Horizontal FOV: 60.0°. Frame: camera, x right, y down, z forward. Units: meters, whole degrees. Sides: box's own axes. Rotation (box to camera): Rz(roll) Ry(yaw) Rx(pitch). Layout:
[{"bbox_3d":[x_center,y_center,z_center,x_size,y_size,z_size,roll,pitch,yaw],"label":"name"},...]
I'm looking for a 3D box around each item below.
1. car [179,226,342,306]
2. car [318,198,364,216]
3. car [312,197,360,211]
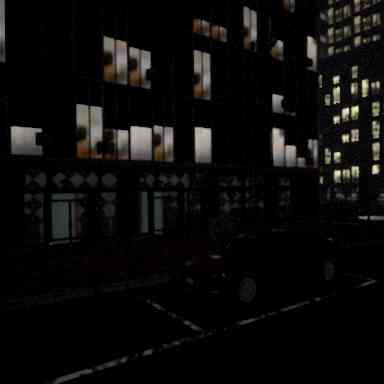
[{"bbox_3d":[1.784,1.551,8.016,4.507,1.381,1.887,0,-1,-36],"label":"car"},{"bbox_3d":[13.844,1.483,31.382,1.994,1.385,4.181,-1,1,-35],"label":"car"},{"bbox_3d":[16.334,1.323,37.892,1.752,1.417,4.829,0,1,-35],"label":"car"}]
